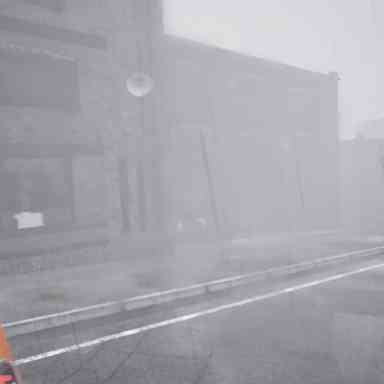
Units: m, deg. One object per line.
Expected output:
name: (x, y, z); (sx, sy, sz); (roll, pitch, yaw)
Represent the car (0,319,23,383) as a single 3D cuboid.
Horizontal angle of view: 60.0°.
car: (-3.332, 1.353, 1.628); (4.553, 1.767, 2.097); (0, 0, -35)
